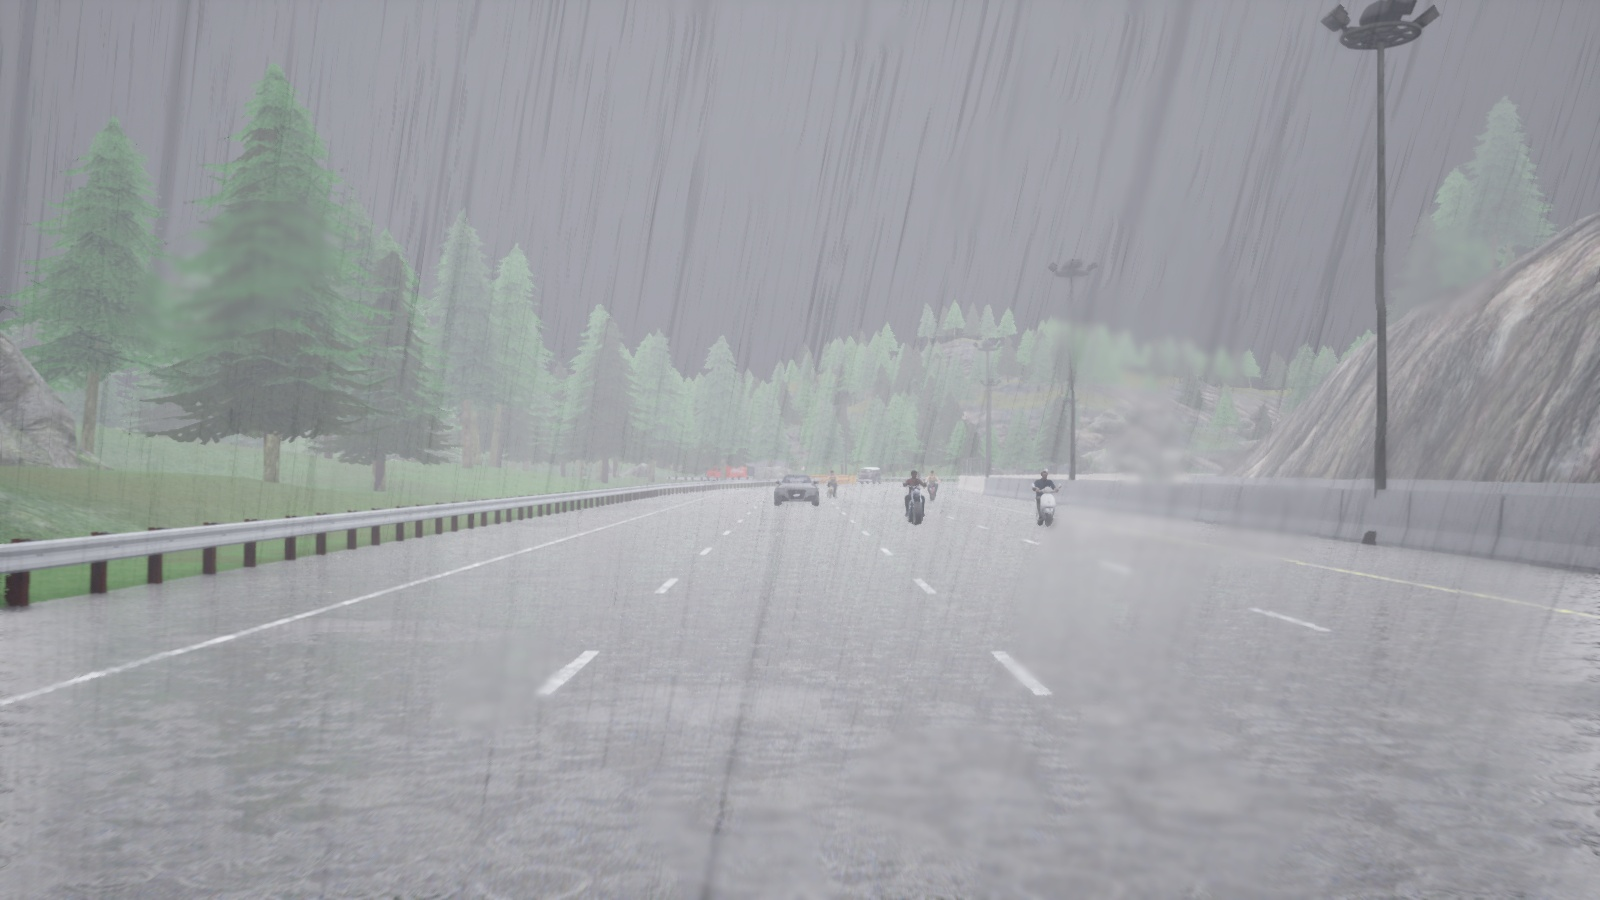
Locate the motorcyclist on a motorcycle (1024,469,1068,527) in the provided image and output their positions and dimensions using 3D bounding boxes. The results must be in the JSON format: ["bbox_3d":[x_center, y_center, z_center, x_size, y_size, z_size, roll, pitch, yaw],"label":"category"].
[{"bbox_3d":[6.914,1.333,35.429,0.866,1.590,1.817,0,-1,0],"label":"motorcyclist on a motorcycle"}]

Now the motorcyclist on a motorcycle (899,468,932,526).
[{"bbox_3d":[3.409,1.374,37.226,0.766,1.649,2.350,0,-1,0],"label":"motorcyclist on a motorcycle"}]

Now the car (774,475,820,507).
[{"bbox_3d":[-0.138,1.832,56.971,1.994,1.385,4.181,0,-1,0],"label":"car"}]
